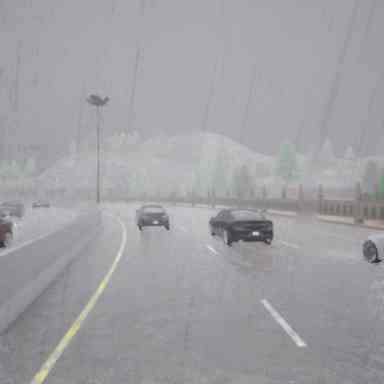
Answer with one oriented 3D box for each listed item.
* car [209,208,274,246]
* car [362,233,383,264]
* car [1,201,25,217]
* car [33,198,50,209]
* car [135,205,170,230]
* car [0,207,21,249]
[{"bbox_3d":[2.101,1.472,15.439,1.882,1.535,5.008,0,0,-9],"label":"car"},{"bbox_3d":[6.495,1.496,8.762,1.812,1.442,4.674,0,0,-5],"label":"car"},{"bbox_3d":[-16.683,1.628,30.795,2.128,1.511,4.902,0,0,-21],"label":"car"},{"bbox_3d":[-22.504,1.749,49.681,1.837,1.490,4.892,0,0,-33],"label":"car"},{"bbox_3d":[-2.567,1.550,21.073,1.812,1.442,4.674,0,0,-13],"label":"car"},{"bbox_3d":[-8.148,1.521,11.912,1.882,1.535,5.008,0,0,-9],"label":"car"}]
